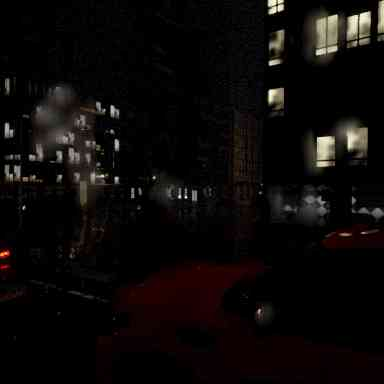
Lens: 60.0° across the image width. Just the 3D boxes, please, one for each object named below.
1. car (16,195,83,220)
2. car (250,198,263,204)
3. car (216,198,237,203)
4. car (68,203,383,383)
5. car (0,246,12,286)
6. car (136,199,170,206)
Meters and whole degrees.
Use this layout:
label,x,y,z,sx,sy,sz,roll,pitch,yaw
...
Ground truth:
label,x,y,z,sx,sy,sz,roll,pitch,yaw
car,-12.282,1.279,29.195,2.150,2.045,5.566,1,0,39
car,11.587,1.793,55.978,2.033,1.411,5.357,1,0,37
car,5.480,1.718,53.033,1.812,1.442,4.674,1,0,37
car,1.740,1.222,2.444,5.566,2.045,2.150,0,0,35
car,-6.162,1.522,8.063,4.674,1.442,1.812,0,0,35
car,-4.564,1.608,39.623,2.128,1.511,4.902,1,0,36
